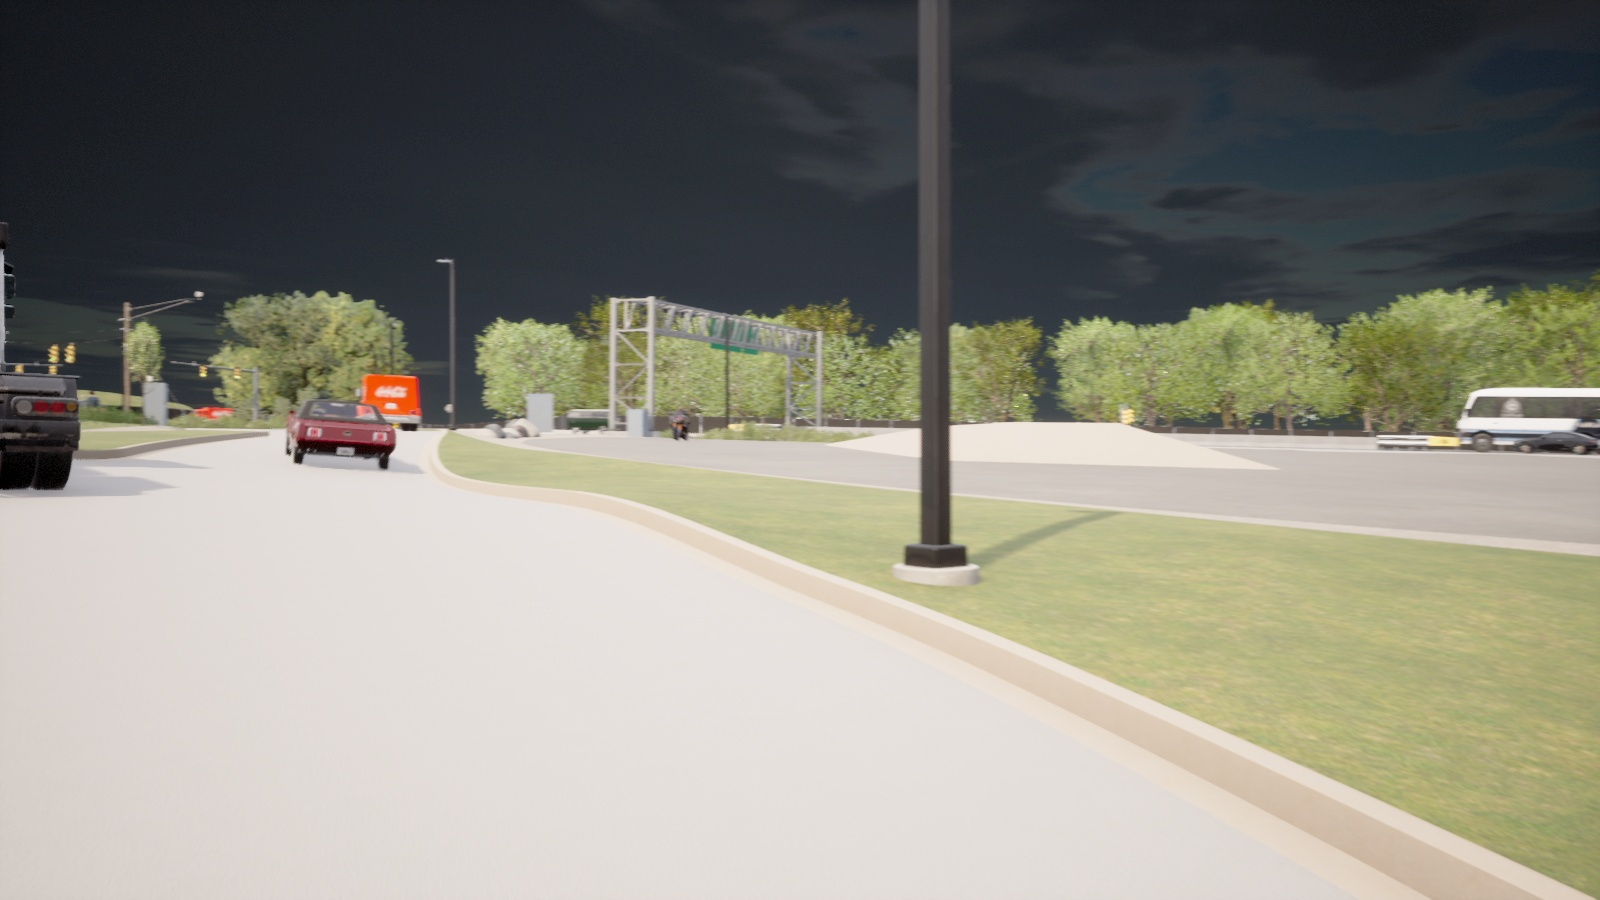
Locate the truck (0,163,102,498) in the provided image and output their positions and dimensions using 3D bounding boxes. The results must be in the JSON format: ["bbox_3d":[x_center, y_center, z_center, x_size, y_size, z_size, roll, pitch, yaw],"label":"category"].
[{"bbox_3d":[-11.266,-1.438,15.689,2.891,3.462,7.936,1,2,-40],"label":"truck"}]

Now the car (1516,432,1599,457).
[{"bbox_3d":[47.038,-0.344,77.583,4.674,1.442,1.812,2,1,35],"label":"car"}]

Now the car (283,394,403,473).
[{"bbox_3d":[-9.658,-0.410,26.306,1.895,1.301,4.718,4,2,-25],"label":"car"}]

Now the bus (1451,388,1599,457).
[{"bbox_3d":[48.206,-1.811,81.490,10.273,4.253,3.944,2,2,31],"label":"bus"}]

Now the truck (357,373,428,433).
[{"bbox_3d":[-18.303,-2.102,56.217,2.627,2.467,5.204,1,2,-22],"label":"truck"}]

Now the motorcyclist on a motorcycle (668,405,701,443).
[{"bbox_3d":[-4.862,-1.099,53.031,0.866,1.530,2.191,2,1,8],"label":"motorcyclist on a motorcycle"}]
